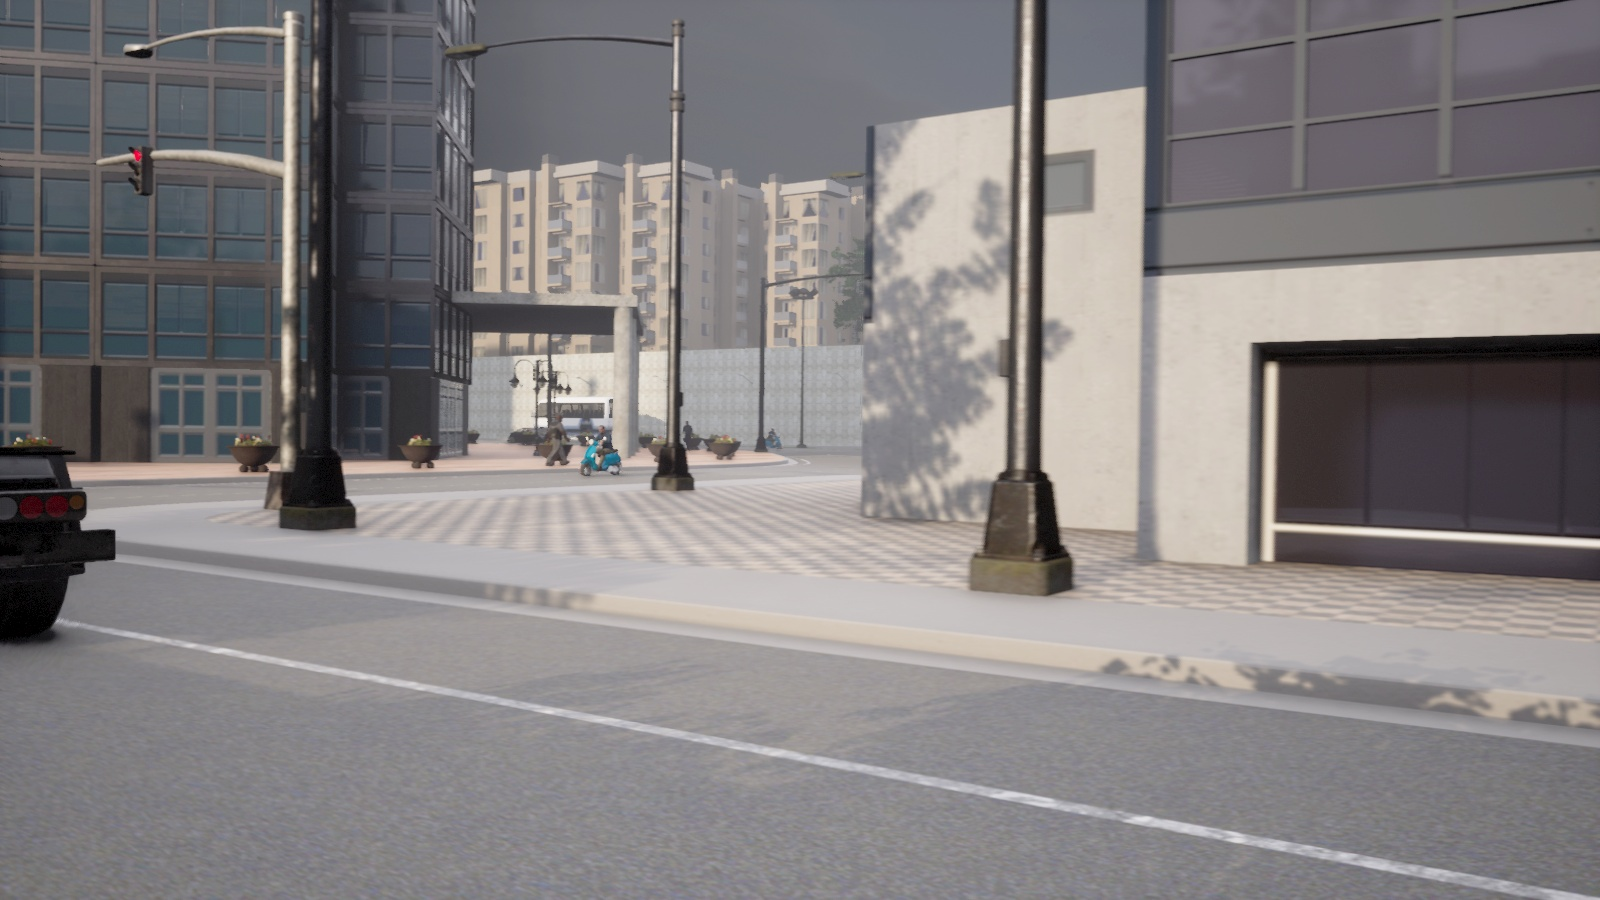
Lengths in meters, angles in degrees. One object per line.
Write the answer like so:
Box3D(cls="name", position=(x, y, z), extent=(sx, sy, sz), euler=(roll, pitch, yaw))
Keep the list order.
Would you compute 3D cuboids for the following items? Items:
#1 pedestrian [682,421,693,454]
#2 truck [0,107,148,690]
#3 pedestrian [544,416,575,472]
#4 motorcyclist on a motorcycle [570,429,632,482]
Box3D(cls="pedestrian", position=(-6.610, -0.730, 73.903), extent=(0.423, 1.949, 0.788), euler=(0, 1, 14))
Box3D(cls="truck", position=(-8.374, -0.304, 9.181), extent=(7.936, 3.462, 2.891), euler=(0, 1, 34))
Box3D(cls="pedestrian", position=(-8.215, -0.208, 42.826), extent=(0.849, 1.883, 0.563), euler=(-1, 1, -41))
Box3D(cls="motorcyclist on a motorcycle", position=(-6.099, 0.140, 38.594), extent=(0.866, 1.590, 1.817), euler=(0, 1, 34))
